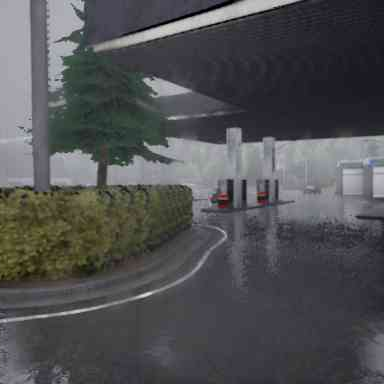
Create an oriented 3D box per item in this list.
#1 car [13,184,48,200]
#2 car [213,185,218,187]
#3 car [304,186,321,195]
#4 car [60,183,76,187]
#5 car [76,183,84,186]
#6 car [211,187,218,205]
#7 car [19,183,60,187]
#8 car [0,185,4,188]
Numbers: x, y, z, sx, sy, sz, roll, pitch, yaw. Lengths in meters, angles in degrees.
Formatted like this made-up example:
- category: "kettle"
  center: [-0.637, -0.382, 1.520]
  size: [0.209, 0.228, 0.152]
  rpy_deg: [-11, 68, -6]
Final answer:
- category: "car"
  center: [-20.584, -0.067, 42.312]
  size: [4.605, 1.855, 1.932]
  rpy_deg: [1, 2, 36]
- category: "car"
  center: [6.413, -0.770, 65.070]
  size: [5.027, 1.636, 2.152]
  rpy_deg: [1, 2, 36]
- category: "car"
  center: [20.274, -0.362, 56.006]
  size: [1.812, 1.442, 4.674]
  rpy_deg: [1, 2, 36]
- category: "car"
  center: [-25.262, -0.828, 65.412]
  size: [3.866, 1.878, 1.905]
  rpy_deg: [1, 2, 36]
- category: "car"
  center: [-23.886, -0.903, 68.003]
  size: [4.605, 1.855, 1.932]
  rpy_deg: [1, 2, 36]
- category: "car"
  center: [3.644, 0.499, 33.435]
  size: [1.812, 1.442, 4.674]
  rpy_deg: [1, 2, 37]
- category: "car"
  center: [-16.157, 0.127, 35.027]
  size: [3.866, 1.878, 1.905]
  rpy_deg: [1, 2, 36]
- category: "car"
  center: [-32.791, -0.357, 55.078]
  size: [5.027, 1.636, 2.152]
  rpy_deg: [1, 2, 36]
